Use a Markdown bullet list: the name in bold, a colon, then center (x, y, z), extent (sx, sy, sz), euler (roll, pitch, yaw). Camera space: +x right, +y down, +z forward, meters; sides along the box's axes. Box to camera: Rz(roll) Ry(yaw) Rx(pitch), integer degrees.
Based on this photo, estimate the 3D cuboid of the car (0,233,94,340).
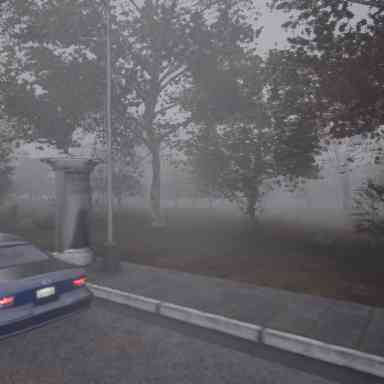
- **car**: center (-4.197, 1.500, 6.300), extent (5.357, 1.411, 2.033), euler (0, 0, 35)
